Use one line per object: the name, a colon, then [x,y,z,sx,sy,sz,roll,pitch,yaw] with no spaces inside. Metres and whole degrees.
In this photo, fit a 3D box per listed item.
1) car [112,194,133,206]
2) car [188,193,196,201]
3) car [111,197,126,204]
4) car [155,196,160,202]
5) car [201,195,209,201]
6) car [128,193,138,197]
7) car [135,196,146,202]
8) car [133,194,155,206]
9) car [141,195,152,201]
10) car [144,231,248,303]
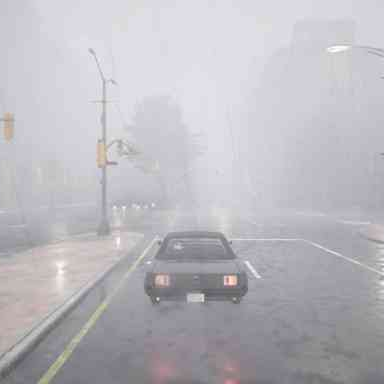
car: [-11.580,1.525,55.103,1.812,1.442,4.674,0,0,0]
car: [0.013,1.540,85.794,2.033,1.411,5.357,0,0,0]
car: [-14.740,1.595,66.810,1.895,1.301,4.718,0,0,0]
car: [-8.020,1.564,65.737,1.994,1.385,4.181,0,0,1]
car: [3.513,1.595,86.971,1.895,1.301,4.718,0,0,0]
car: [-11.528,1.221,64.515,2.150,2.045,5.566,0,0,1]
car: [-11.489,1.552,74.399,1.994,1.385,4.181,0,0,0]
car: [-8.080,1.547,56.501,2.033,1.411,5.357,0,0,0]
car: [-11.487,1.525,84.632,2.128,1.511,4.902,0,0,0]
car: [0.076,1.601,8.154,1.895,1.301,4.718,0,0,0]
